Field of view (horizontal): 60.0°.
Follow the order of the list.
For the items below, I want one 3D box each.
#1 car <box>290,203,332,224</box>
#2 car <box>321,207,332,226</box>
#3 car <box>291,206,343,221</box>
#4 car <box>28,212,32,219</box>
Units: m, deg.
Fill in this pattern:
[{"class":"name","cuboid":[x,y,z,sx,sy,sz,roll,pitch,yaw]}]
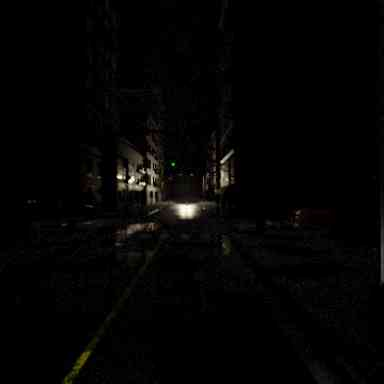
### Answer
[{"class":"car","cuboid":[10.880,1.773,28.673,4.553,1.767,2.097,1,0,0]},{"class":"car","cuboid":[11.614,1.950,22.718,4.403,1.369,2.008,1,-1,0]},{"class":"car","cuboid":[11.645,2.023,31.242,4.206,1.307,1.802,1,-1,0]},{"class":"car","cuboid":[-15.062,1.756,25.646,4.718,1.301,1.895,1,0,-2]}]
